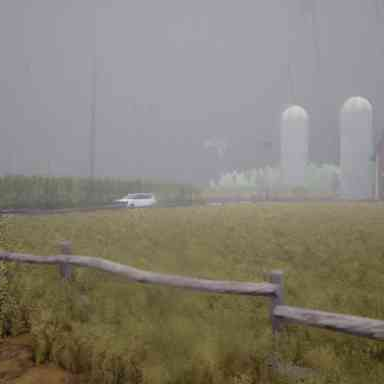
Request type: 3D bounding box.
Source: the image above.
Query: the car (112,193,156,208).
[{"bbox_3d":[-6.433,1.182,37.837,2.150,2.045,5.566,0,0,36],"label":"car"}]
